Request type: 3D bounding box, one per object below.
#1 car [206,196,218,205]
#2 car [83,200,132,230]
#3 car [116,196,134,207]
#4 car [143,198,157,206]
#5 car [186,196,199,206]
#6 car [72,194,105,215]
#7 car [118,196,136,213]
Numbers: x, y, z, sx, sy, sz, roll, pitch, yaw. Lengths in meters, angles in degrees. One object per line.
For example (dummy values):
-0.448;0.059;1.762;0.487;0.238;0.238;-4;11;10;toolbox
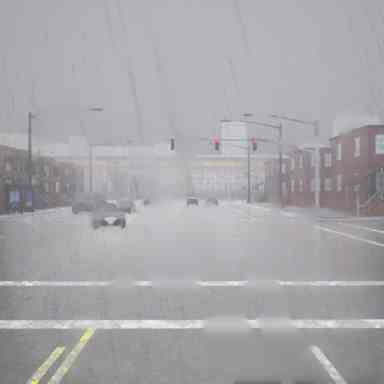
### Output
3.481;1.505;58.461;1.837;1.490;4.892;0;0;0;car
-5.568;1.492;21.411;2.128;1.511;4.902;0;0;-22;car
-10.598;1.477;52.945;1.882;1.535;5.008;0;0;0;car
-7.084;1.601;56.059;1.895;1.301;4.718;0;0;0;car
0.085;1.478;56.346;1.882;1.535;5.008;0;0;0;car
-10.615;1.221;34.747;2.150;2.045;5.566;0;0;1;car
-7.113;1.506;34.863;1.837;1.490;4.892;0;0;0;car
